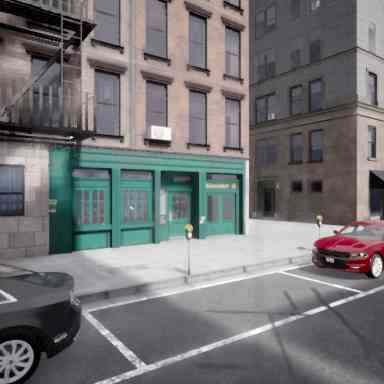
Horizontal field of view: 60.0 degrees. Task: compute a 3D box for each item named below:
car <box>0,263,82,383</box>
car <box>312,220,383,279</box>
[{"bbox_3d":[-3.525,1.551,3.679,4.403,1.369,2.008,0,0,-35],"label":"car"},{"bbox_3d":[5.464,1.544,10.056,4.507,1.381,1.887,0,0,-35],"label":"car"}]
